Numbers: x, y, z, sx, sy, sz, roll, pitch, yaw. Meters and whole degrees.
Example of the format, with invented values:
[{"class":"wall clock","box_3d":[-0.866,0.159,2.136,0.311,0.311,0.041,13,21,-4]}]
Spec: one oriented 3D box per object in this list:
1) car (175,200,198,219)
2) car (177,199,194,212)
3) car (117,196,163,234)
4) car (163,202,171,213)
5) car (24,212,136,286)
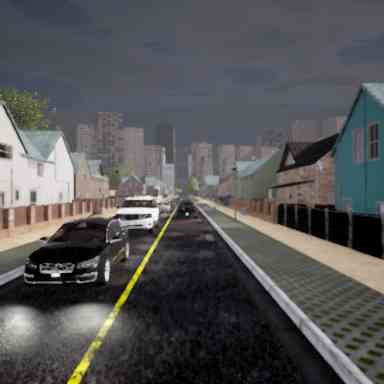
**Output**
[{"class":"car","box_3d":[-0.496,1.590,30.424,1.837,1.490,4.892,0,0,-2]},{"class":"car","box_3d":[-0.780,1.683,42.030,1.994,1.385,4.181,0,0,-1]},{"class":"car","box_3d":[-3.207,1.296,20.244,2.150,2.045,5.566,0,0,-1]},{"class":"car","box_3d":[-3.466,1.767,37.856,1.895,1.301,4.718,0,0,-1]},{"class":"car","box_3d":[-3.002,1.549,9.626,1.837,1.490,4.892,0,0,-1]}]
